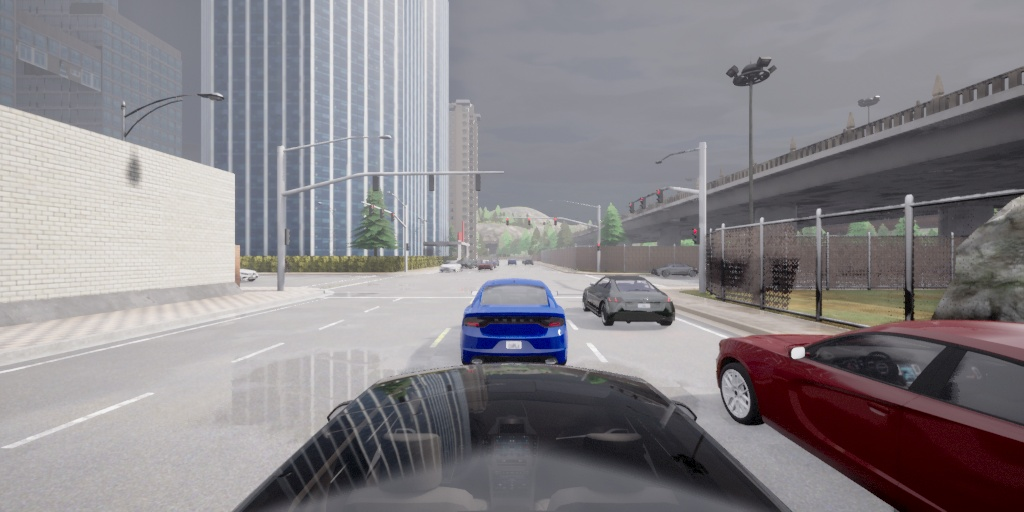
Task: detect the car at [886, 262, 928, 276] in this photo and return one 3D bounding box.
[{"bbox_3d":[37.559,1.331,35.474,4.674,1.442,1.812,0,0,0],"label":"car"}]

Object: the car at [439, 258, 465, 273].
[{"bbox_3d":[-7.359,1.278,43.394,1.812,1.442,4.674,0,0,5],"label":"car"}]

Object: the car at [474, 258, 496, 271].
[{"bbox_3d":[-3.576,1.351,48.588,1.895,1.301,4.718,0,0,0],"label":"car"}]

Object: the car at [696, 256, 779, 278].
[{"bbox_3d":[20.004,1.027,31.957,5.566,2.045,2.150,0,0,0],"label":"car"}]

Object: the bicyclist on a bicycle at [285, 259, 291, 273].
[{"bbox_3d":[-25.289,1.106,40.160,0.582,1.620,1.656,0,0,0],"label":"bicyclist on a bicycle"}]

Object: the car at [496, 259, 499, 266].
[{"bbox_3d":[-3.562,1.351,58.958,1.895,1.301,4.718,0,0,0],"label":"car"}]

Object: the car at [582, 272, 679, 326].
[{"bbox_3d":[3.577,1.314,11.689,1.994,1.385,4.181,0,0,0],"label":"car"}]

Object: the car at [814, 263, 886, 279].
[{"bbox_3d":[29.773,1.406,31.974,4.718,1.301,1.895,0,0,0],"label":"car"}]

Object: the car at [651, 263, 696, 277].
[{"bbox_3d":[16.026,1.369,35.453,4.181,1.385,1.994,0,0,0],"label":"car"}]

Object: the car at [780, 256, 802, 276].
[{"bbox_3d":[25.383,1.027,35.475,5.566,2.045,2.150,0,0,-1],"label":"car"}]

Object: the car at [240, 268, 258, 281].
[{"bbox_3d":[-22.630,1.331,28.203,4.674,1.442,1.812,0,0,0],"label":"car"}]

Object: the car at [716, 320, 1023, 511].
[{"bbox_3d":[3.602,1.228,2.695,1.882,1.535,5.008,0,0,0],"label":"car"}]

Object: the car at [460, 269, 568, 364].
[{"bbox_3d":[0.055,1.228,8.029,1.882,1.535,5.008,0,0,1],"label":"car"}]

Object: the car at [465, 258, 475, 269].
[{"bbox_3d":[-7.071,1.101,54.695,2.097,1.767,4.553,0,0,0],"label":"car"}]

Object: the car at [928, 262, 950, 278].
[{"bbox_3d":[40.707,1.029,31.975,5.566,2.045,2.150,0,0,0],"label":"car"}]
